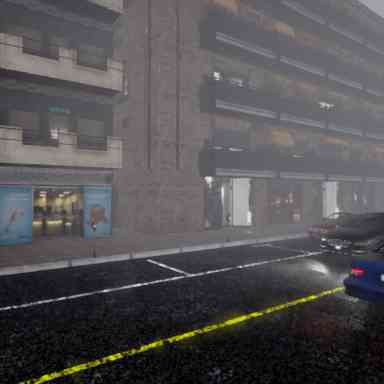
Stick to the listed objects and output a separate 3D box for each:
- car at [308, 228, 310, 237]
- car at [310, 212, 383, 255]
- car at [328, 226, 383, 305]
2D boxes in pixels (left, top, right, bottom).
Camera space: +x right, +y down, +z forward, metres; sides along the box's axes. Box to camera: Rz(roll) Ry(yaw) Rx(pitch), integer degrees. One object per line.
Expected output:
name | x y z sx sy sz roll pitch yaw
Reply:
car | 7.199 1.581 15.522 4.206 1.307 1.802 0 0 -35
car | 6.592 1.504 11.914 4.892 1.490 1.837 0 0 -35
car | 5.451 1.547 7.177 5.357 1.411 2.033 0 0 -35
